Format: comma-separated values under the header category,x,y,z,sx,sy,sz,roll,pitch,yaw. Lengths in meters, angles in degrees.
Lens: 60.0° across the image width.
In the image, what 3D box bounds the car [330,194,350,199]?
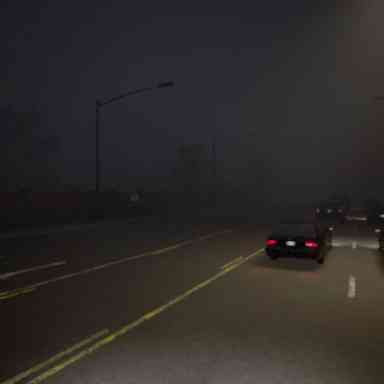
category,x,y,z,sx,sy,sz,roll,pitch,yaw
car,17.166,1.199,38.918,2.150,2.045,5.566,0,1,26

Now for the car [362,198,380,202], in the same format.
category,x,y,z,sx,sy,sz,roll,pitch,yaw
car,20.481,1.427,37.711,1.882,1.535,5.008,0,1,27

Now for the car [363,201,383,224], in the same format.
category,x,y,z,sx,sy,sz,roll,pitch,yaw
car,14.404,1.659,25.389,1.994,1.385,4.181,0,0,27

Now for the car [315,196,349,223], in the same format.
category,x,y,z,sx,sy,sz,roll,pitch,yaw
car,11.246,1.467,26.898,2.097,1.767,4.553,0,0,27

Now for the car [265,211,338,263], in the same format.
category,x,y,z,sx,sy,sz,roll,pitch,yaw
car,4.209,1.676,12.681,2.033,1.411,5.357,0,0,26

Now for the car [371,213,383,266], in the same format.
category,x,y,z,sx,sy,sz,roll,pitch,yaw
car,7.341,1.654,11.123,2.033,1.411,5.357,0,0,27
